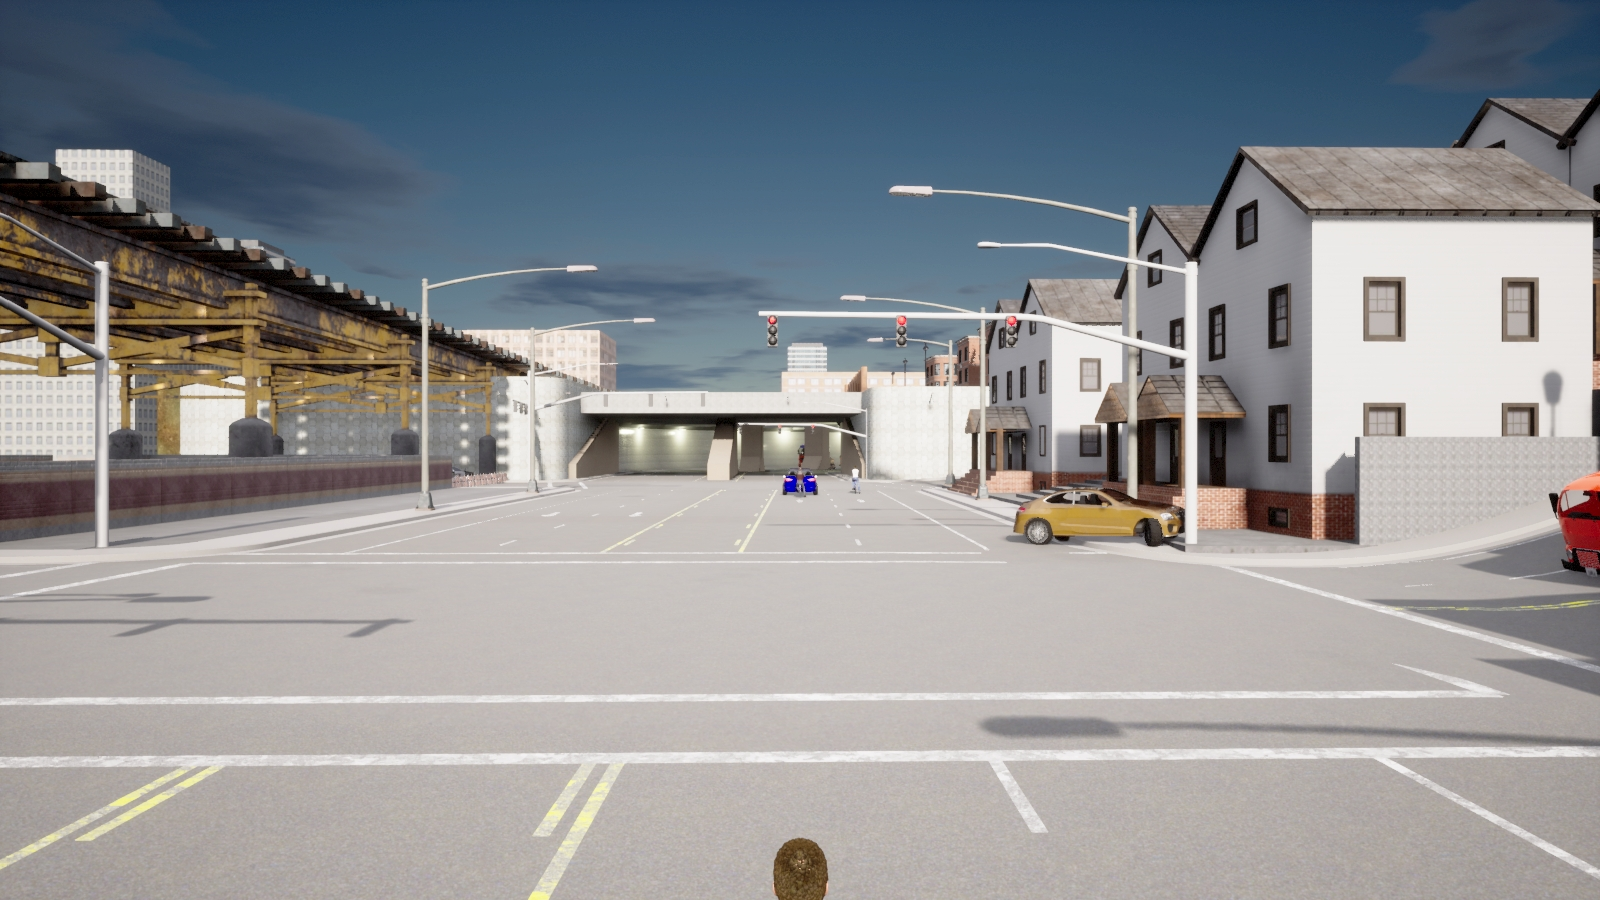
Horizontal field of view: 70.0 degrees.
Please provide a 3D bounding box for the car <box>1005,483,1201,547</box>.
[{"bbox_3d":[8.815,1.905,33.460,5.027,1.651,2.152,-3,0,36],"label":"car"}]

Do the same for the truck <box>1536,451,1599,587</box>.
[{"bbox_3d":[18.366,0.881,22.796,5.204,2.467,2.627,-16,0,-1],"label":"truck"}]

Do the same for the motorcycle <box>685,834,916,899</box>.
[{"bbox_3d":[0.002,2.172,3.626,0.803,1.224,2.033,0,0,0],"label":"motorcycle"}]

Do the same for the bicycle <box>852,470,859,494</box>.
[{"bbox_3d":[3.507,2.018,72.556,0.373,1.521,1.643,0,0,0],"label":"bicycle"}]

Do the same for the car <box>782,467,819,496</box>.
[{"bbox_3d":[0.007,1.942,71.643,2.242,1.667,4.611,0,0,0],"label":"car"}]
